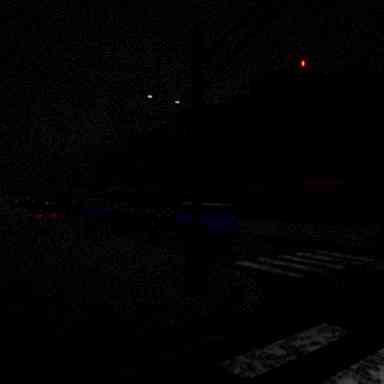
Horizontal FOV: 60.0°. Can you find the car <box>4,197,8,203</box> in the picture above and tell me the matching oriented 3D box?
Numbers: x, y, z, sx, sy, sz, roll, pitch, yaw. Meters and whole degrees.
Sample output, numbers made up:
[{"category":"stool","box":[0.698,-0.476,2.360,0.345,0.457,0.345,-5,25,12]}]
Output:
[{"category":"car","box":[-40.973,1.806,75.894,1.967,1.590,4.097,0,0,-36]}]

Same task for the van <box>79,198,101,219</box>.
[{"category":"van","box":[-8.943,1.518,31.487,1.690,1.788,3.998,0,0,-36]}]

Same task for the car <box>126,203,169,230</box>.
[{"category":"car","box":[-2.536,1.582,22.604,1.967,1.590,4.097,0,0,-36]}]

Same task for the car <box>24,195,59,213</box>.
[{"category":"car","box":[-17.991,1.410,39.709,2.150,2.045,5.566,1,-2,-36]}]

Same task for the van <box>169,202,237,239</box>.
[{"category":"van","box":[0.667,1.466,18.164,1.690,1.788,3.998,0,0,-36]}]

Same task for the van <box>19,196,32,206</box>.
[{"category":"van","box":[-31.363,1.651,62.572,1.690,1.788,3.998,0,0,-36]}]

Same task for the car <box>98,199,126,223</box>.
[{"category":"car","box":[-5.740,1.599,27.045,1.967,1.590,4.097,0,0,-36]}]

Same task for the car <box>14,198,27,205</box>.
[{"category":"car","box":[-34.666,1.854,67.150,1.752,1.417,4.829,0,0,-36]}]

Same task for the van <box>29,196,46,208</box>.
[{"category":"van","box":[-24.957,1.613,53.690,1.690,1.788,3.998,0,0,-36]}]

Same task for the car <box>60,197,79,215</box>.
[{"category":"car","box":[-12.145,1.510,35.925,2.192,1.841,5.009,0,0,-36]}]

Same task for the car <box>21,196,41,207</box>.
[{"category":"car","box":[-28.160,1.606,58.131,2.192,1.841,5.009,0,0,-36]}]

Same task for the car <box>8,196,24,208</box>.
[{"category":"car","box":[-26.777,1.600,51.880,2.097,1.767,4.553,1,-1,-36]}]

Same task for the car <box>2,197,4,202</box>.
[{"category":"car","box":[-44.276,1.911,80.473,1.752,1.417,4.829,0,0,-36]}]
